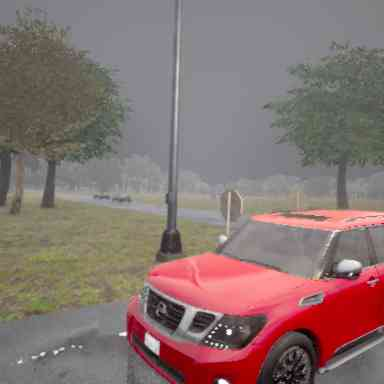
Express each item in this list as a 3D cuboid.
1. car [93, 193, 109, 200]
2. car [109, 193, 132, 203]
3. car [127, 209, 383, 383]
[{"bbox_3d":[-16.768,0.769,61.365,1.895,1.301,4.718,3,0,-34],"label":"car"},{"bbox_3d":[-11.151,0.953,53.056,1.812,1.442,4.674,3,0,-34],"label":"car"},{"bbox_3d":[1.817,1.343,5.220,5.566,2.045,2.150,1,1,-36],"label":"car"}]
